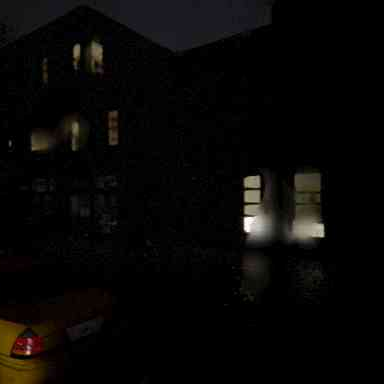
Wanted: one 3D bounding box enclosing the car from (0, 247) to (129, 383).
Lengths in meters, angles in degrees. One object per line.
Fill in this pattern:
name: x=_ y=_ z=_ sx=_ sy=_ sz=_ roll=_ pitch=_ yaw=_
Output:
car: x=-3.100 y=1.547 z=5.169 sx=4.829 sy=1.417 sz=1.752 roll=0 pitch=-1 yaw=36
